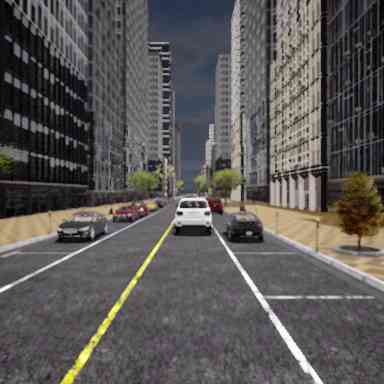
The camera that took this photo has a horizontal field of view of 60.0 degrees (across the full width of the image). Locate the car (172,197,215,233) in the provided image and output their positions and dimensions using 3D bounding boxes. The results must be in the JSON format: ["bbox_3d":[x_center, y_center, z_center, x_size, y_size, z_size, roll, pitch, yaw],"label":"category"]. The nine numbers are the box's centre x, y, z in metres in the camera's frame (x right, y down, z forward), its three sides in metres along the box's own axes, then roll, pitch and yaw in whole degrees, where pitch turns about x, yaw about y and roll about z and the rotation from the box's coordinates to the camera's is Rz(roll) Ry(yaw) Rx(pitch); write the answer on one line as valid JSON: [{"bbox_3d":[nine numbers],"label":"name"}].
[{"bbox_3d":[0.087,1.416,21.463,2.150,2.045,5.566,0,-1,0],"label":"car"}]

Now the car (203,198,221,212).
[{"bbox_3d":[2.651,1.734,46.186,2.192,1.841,5.009,-1,-1,0],"label":"car"}]

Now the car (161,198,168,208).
[{"bbox_3d":[-5.735,2.087,57.545,1.947,1.339,4.313,-1,-1,0],"label":"car"}]

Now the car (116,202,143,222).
[{"bbox_3d":[-5.716,1.848,29.127,1.802,1.307,4.206,-1,-1,0],"label":"car"}]

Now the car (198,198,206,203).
[{"bbox_3d":[2.625,2.374,91.651,2.008,1.369,4.403,-1,-1,0],"label":"car"}]

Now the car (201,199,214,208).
[{"bbox_3d":[2.645,1.961,57.551,1.967,1.590,4.097,-1,-1,0],"label":"car"}]

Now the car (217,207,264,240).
[{"bbox_3d":[2.672,1.713,17.766,2.008,1.369,4.403,-1,-1,0],"label":"car"}]

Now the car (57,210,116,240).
[{"bbox_3d":[-5.709,1.714,17.761,2.008,1.369,4.403,-1,-1,0],"label":"car"}]

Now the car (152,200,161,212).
[{"bbox_3d":[-5.727,1.944,46.009,1.752,1.417,4.829,-1,-1,0],"label":"car"}]

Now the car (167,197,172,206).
[{"bbox_3d":[-5.742,2.173,68.912,2.008,1.369,4.403,-1,-1,0],"label":"car"}]

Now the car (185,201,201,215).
[{"bbox_3d":[0.063,1.884,39.472,1.812,1.442,4.674,0,-1,0],"label":"car"}]

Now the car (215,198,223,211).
[{"bbox_3d":[2.654,1.683,40.502,2.192,1.841,5.009,-1,-1,0],"label":"car"}]

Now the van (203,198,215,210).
[{"bbox_3d":[2.648,1.811,51.869,1.690,1.788,3.998,-1,-1,0],"label":"van"}]

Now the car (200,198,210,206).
[{"bbox_3d":[2.637,2.062,68.918,1.967,1.590,4.097,-1,-1,0],"label":"car"}]

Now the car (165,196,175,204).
[{"bbox_3d":[-5.755,2.088,85.964,2.192,1.841,5.009,-1,-1,0],"label":"car"}]

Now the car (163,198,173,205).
[{"bbox_3d":[-5.750,2.163,80.280,1.967,1.590,4.097,-1,-1,0],"label":"car"}]

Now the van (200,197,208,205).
[{"bbox_3d":[2.633,2.013,74.602,1.690,1.788,3.998,-1,-1,0],"label":"van"}]

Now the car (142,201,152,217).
[{"bbox_3d":[-5.721,1.757,34.812,1.967,1.590,4.097,-1,-1,0],"label":"car"}]
